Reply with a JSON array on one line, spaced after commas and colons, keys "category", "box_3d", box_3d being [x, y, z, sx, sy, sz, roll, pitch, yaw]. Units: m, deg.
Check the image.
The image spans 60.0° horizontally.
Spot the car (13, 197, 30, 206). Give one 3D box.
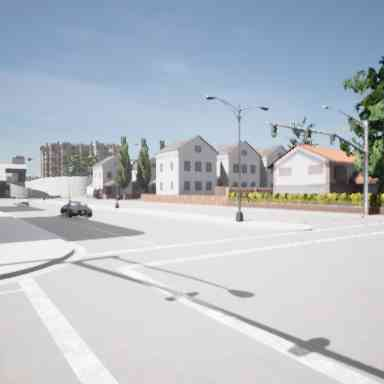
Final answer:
[{"category": "car", "box_3d": [-28.464, 1.501, 55.521, 1.812, 1.442, 4.674, 0, 0, -35]}]

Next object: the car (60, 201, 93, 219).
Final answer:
[{"category": "car", "box_3d": [-10.252, 1.536, 29.337, 1.994, 1.385, 4.181, 0, 0, -35]}]
